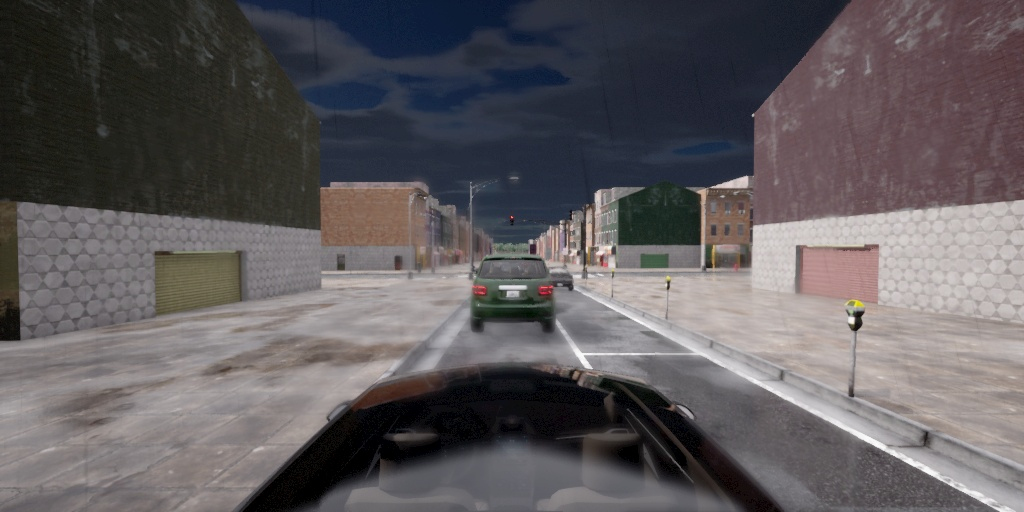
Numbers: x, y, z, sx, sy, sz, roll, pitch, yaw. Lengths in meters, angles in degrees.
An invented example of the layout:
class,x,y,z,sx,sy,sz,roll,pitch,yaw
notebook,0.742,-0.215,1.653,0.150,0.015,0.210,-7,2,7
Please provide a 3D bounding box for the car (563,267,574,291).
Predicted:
class,x,y,z,sx,sy,sz,roll,pitch,yaw
car,2.594,1.296,21.320,2.007,1.370,4.403,0,0,0

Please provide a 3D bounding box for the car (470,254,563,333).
class,x,y,z,sx,sy,sz,roll,pitch,yaw
car,0.029,0.968,10.905,2.150,2.045,5.566,0,0,0
